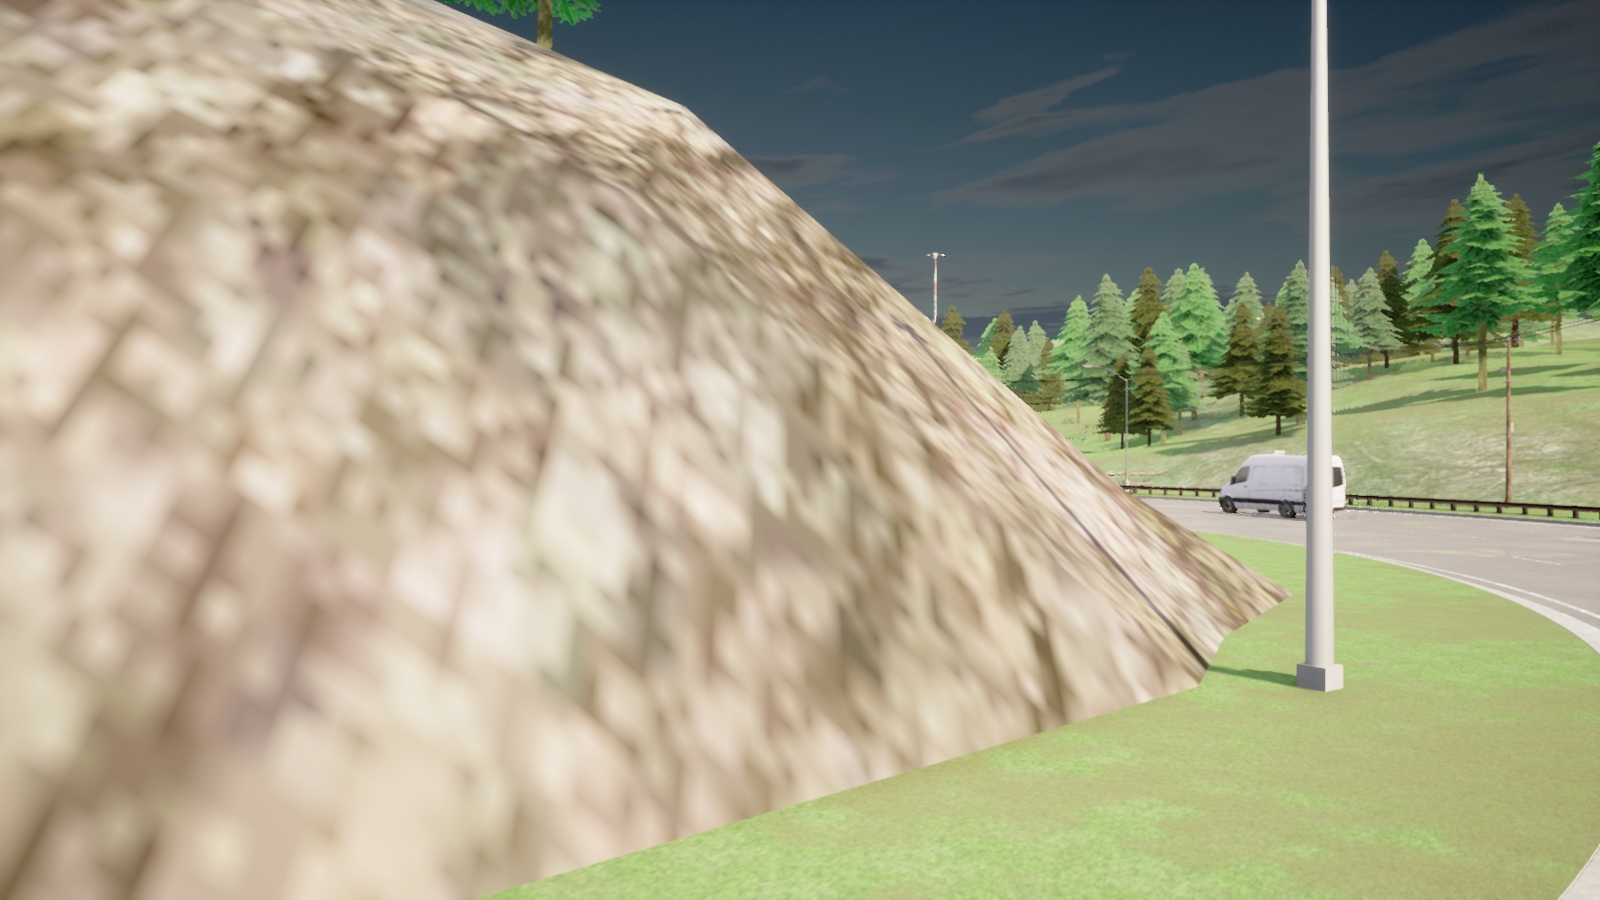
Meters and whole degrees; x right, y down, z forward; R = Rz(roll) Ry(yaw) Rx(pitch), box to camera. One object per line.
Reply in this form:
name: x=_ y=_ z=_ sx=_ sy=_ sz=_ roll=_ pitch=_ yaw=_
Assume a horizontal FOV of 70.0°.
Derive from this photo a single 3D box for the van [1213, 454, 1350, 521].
van: x=19.987 y=1.490 z=47.815 sx=1.988 sy=2.561 sz=5.915 roll=1 pitch=0 yaw=-16
